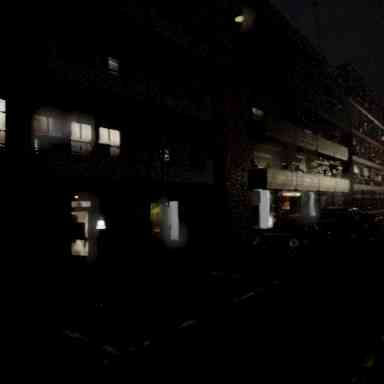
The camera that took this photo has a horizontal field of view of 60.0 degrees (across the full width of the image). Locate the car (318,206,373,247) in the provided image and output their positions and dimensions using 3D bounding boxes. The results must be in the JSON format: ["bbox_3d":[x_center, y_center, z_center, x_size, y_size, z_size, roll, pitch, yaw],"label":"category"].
[{"bbox_3d":[7.574,1.708,17.459,2.192,1.841,5.009,-3,-2,39],"label":"car"}]

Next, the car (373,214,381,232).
[{"bbox_3d":[11.164,2.021,21.800,1.802,1.307,4.206,-3,-2,39],"label":"car"}]

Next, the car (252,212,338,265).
[{"bbox_3d":[3.992,1.787,13.105,1.967,1.590,4.097,-3,-2,39],"label":"car"}]
